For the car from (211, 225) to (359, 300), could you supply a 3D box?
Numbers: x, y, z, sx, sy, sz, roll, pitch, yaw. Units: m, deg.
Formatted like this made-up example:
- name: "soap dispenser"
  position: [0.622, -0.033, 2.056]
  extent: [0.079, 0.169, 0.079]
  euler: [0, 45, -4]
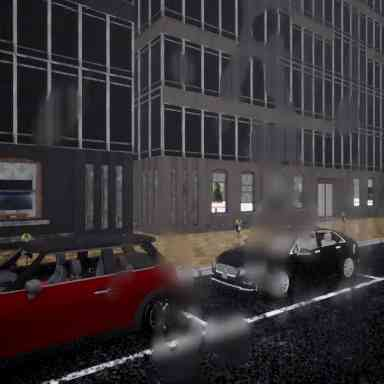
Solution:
- name: "car"
  position: [2.467, 1.550, 8.321]
  extent: [4.403, 1.369, 2.008]
  euler: [0, 0, -36]

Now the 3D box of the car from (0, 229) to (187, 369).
- name: "car"
  position: [-2.166, 1.440, 5.016]
  extent: [4.097, 1.590, 1.967]
  euler: [0, 0, -36]
